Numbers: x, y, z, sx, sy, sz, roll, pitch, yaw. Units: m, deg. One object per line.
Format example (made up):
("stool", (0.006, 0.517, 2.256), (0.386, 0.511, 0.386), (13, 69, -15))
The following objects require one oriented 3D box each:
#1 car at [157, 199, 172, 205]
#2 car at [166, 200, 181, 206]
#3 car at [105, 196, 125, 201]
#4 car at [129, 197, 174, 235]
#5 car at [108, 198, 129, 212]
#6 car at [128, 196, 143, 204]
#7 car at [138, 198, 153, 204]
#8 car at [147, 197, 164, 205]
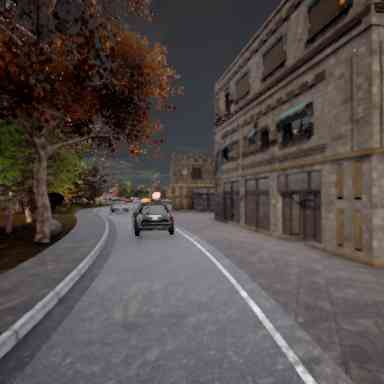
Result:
("car", (-7.496, 2.744, 90.961), (2.231, 1.521, 4.892), (4, -2, -30))
("car", (-5.092, 2.922, 92.344), (2.163, 1.488, 4.792), (3, -2, -30))
("car", (-19.479, 1.893, 83.904), (2.163, 1.488, 4.792), (4, -3, -30))
("car", (-2.357, 1.386, 19.199), (2.097, 1.767, 4.553), (0, 0, -12))
("car", (-8.665, 1.726, 39.729), (1.895, 1.301, 4.718), (0, 0, -16))
("car", (-14.708, 2.111, 86.774), (2.185, 1.767, 4.553), (4, -3, -30))
("car", (-12.304, 2.414, 88.141), (2.097, 1.535, 5.008), (4, -2, -30))
("car", (-9.904, 2.333, 89.591), (2.435, 2.045, 5.566), (4, -2, -30))
